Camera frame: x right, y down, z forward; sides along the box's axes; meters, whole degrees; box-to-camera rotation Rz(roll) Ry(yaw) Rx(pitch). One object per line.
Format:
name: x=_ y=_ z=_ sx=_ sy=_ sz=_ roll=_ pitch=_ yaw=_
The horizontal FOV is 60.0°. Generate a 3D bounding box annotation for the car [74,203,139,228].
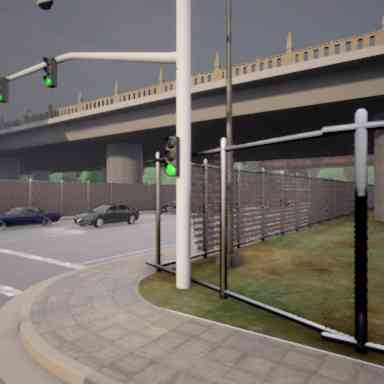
car: x=-5.751 y=1.559 z=22.883 sx=1.837 sy=1.490 sz=4.892 roll=0 pitch=0 yaw=35

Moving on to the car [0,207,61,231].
car: x=-11.112 y=1.655 z=21.434 sx=1.895 sy=1.301 sz=4.718 roll=0 pitch=0 yaw=37
